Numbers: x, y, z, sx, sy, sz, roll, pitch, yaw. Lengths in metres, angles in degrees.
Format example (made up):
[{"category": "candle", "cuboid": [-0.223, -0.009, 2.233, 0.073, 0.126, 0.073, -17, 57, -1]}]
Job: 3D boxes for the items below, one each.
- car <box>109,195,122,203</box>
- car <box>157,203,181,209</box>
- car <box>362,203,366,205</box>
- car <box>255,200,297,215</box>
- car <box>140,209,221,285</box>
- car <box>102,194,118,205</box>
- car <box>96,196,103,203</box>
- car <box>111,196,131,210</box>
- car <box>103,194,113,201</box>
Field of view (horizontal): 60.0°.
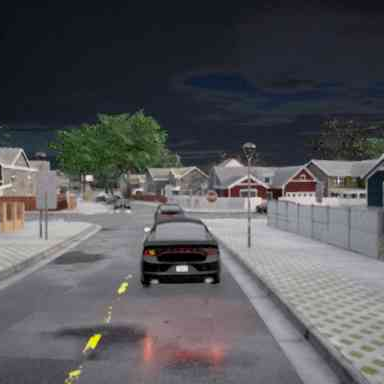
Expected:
[{"category": "car", "cuboid": [-16.438, 1.433, 71.068, 1.882, 1.535, 5.008, -1, 0, -23]}, {"category": "car", "cuboid": [-1.500, 1.482, 21.084, 1.837, 1.490, 4.892, 0, 0, -7]}, {"category": "car", "cuboid": [21.175, 1.704, 38.500, 4.674, 1.442, 1.812, 0, 1, -20]}, {"category": "car", "cuboid": [8.987, 1.548, 34.462, 5.008, 1.535, 1.882, 0, 1, -17]}, {"category": "car", "cuboid": [-0.372, 1.465, 9.488, 1.882, 1.535, 5.008, 0, 0, -4]}, {"category": "car", "cuboid": [-13.719, 1.534, 57.203, 2.033, 1.411, 5.357, 0, 0, -20]}, {"category": "car", "cuboid": [-19.385, 1.524, 70.960, 2.033, 1.411, 5.357, -1, 0, -24]}, {"category": "car", "cuboid": [-8.957, 1.548, 42.587, 1.994, 1.385, 4.181, 0, 0, -15]}, {"category": "car", "cuboid": [-20.455, 1.325, 80.643, 1.812, 1.442, 4.674, -1, 0, -21]}]
